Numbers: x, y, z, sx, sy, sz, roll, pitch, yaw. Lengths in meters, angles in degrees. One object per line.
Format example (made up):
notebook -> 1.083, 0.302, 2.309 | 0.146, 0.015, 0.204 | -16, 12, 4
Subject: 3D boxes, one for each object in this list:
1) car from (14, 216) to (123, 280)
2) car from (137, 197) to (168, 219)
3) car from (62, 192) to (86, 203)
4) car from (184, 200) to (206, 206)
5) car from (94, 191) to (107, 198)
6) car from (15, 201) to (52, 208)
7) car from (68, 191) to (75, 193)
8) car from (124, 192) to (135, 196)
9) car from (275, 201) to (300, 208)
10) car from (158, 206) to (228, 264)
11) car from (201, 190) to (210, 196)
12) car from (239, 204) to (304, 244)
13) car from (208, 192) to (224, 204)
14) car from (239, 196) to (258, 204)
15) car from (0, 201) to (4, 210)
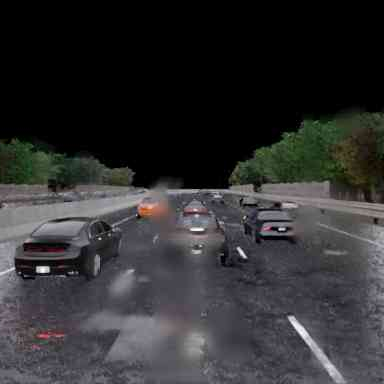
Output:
car -> -3.348, 1.490, 9.916 | 1.837, 1.490, 4.892 | 0, 0, 0
car -> -3.225, 1.224, 27.919 | 2.097, 1.767, 4.553 | 0, 0, 0
car -> -17.248, 1.159, 49.130 | 2.033, 1.411, 5.357 | 0, 1, 1
car -> 0.286, 1.422, 29.445 | 1.994, 1.385, 4.181 | 0, 1, 0
car -> -20.493, 0.553, 74.848 | 1.882, 1.535, 5.008 | 0, 1, 0
car -> -13.908, 1.455, 29.812 | 1.895, 1.301, 4.718 | 0, 1, 0
car -> -24.052, 0.700, 66.613 | 2.097, 1.767, 4.553 | 0, 1, 0
car -> -13.512, 0.766, 72.155 | 2.128, 1.511, 4.902 | 0, 1, 0
car -> 7.089, 1.422, 25.293 | 1.812, 1.442, 4.674 | 0, 1, 2
car -> 0.164, 1.471, 11.720 | 2.128, 1.511, 4.902 | 0, 0, 0
car -> 4.115, 0.420, 89.899 | 1.837, 1.490, 4.892 | 0, 1, 0
car -> 3.588, 1.512, 15.691 | 2.033, 1.411, 5.357 | 0, 0, 0
car -> 3.843, 1.102, 51.645 | 1.812, 1.442, 4.674 | 0, 1, 0
car -> 7.370, 1.246, 43.924 | 1.994, 1.385, 4.181 | 0, 1, 1
car -> -20.877, 1.337, 33.589 | 1.812, 1.442, 4.674 | 0, 1, 1
